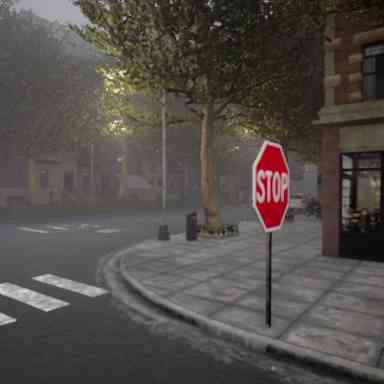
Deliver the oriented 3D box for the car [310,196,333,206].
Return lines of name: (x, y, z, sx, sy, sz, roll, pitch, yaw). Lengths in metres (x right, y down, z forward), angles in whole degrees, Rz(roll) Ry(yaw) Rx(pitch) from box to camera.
car: (20.618, 1.409, 52.722, 2.128, 1.511, 4.902, 0, 0, 37)

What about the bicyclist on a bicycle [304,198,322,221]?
bicyclist on a bicycle: (8.696, 1.262, 23.410, 1.656, 1.620, 0.582, 0, 0, 36)

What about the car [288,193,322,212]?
car: (12.155, 1.162, 36.235, 2.435, 2.045, 5.566, 0, 0, 36)
